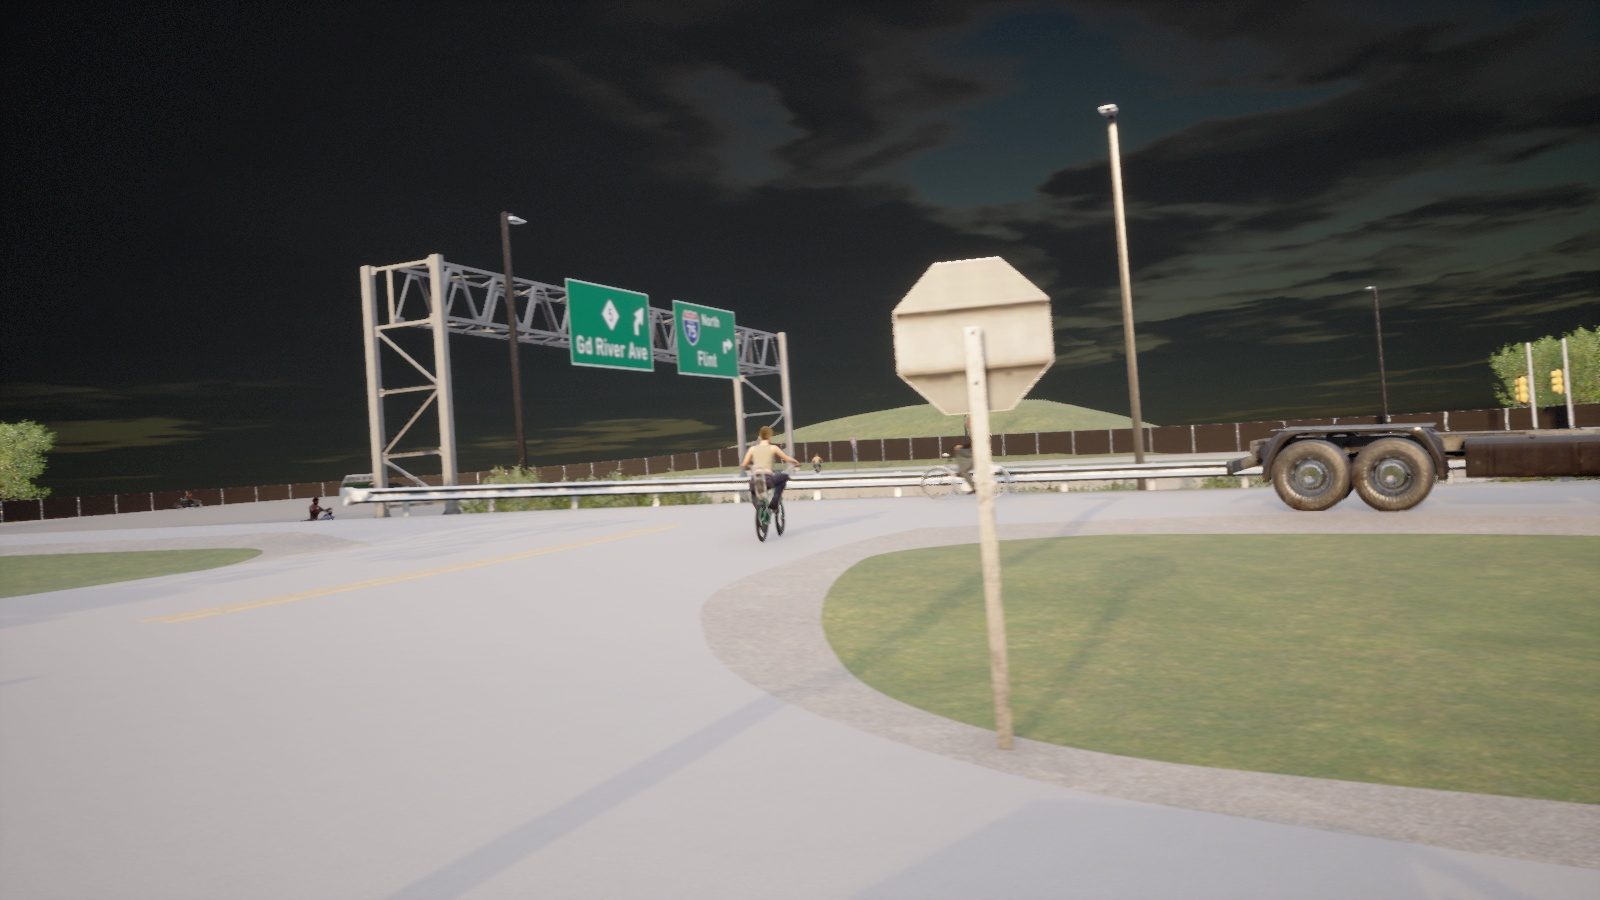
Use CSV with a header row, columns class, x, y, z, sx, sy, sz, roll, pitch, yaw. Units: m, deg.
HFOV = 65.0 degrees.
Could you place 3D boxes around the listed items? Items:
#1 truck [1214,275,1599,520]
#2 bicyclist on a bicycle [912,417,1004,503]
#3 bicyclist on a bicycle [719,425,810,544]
class,x,y,z,sx,sy,sz,roll,pitch,yaw
truck,10.897,-0.763,19.669,7.936,3.462,2.891,-1,1,28
bicyclist on a bicycle,3.364,0.217,26.721,1.843,1.776,0.659,-1,1,14
bicyclist on a bicycle,-0.486,0.465,17.934,0.866,1.612,1.509,-2,1,14
